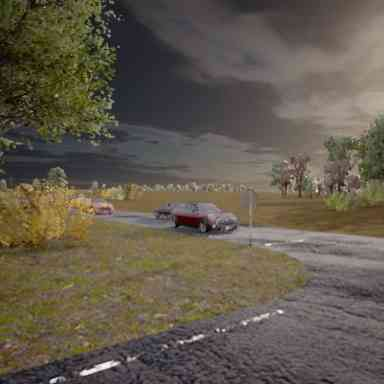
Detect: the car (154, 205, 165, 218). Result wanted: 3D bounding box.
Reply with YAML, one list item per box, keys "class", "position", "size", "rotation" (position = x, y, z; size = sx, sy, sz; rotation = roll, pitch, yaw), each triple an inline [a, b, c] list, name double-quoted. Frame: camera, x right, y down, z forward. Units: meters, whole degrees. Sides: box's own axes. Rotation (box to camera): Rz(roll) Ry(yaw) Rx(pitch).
- class: "car"
  position: [-1.462, 1.561, 28.122]
  size: [1.812, 1.442, 4.674]
  rotation: [1, 0, -36]

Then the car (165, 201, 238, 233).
- class: "car"
  position: [0.615, 1.356, 19.684]
  size: [2.097, 1.767, 4.553]
  rotation: [1, 0, -36]

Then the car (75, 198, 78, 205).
- class: "car"
  position: [-16.687, 1.537, 49.374]
  size: [1.882, 1.535, 5.008]
  rotation: [1, 0, -35]

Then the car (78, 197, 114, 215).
- class: "car"
  position: [-9.710, 1.374, 34.152]
  size: [2.097, 1.767, 4.553]
  rotation: [1, 0, -35]
